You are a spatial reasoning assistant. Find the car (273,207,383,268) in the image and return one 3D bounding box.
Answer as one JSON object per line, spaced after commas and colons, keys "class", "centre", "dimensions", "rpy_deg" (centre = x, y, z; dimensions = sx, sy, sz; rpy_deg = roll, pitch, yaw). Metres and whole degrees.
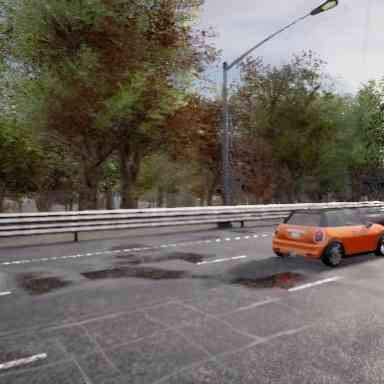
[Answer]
{"class": "car", "centre": [4.951, 1.363, 11.583], "dimensions": [4.553, 1.767, 2.097], "rpy_deg": [0, 0, -36]}
